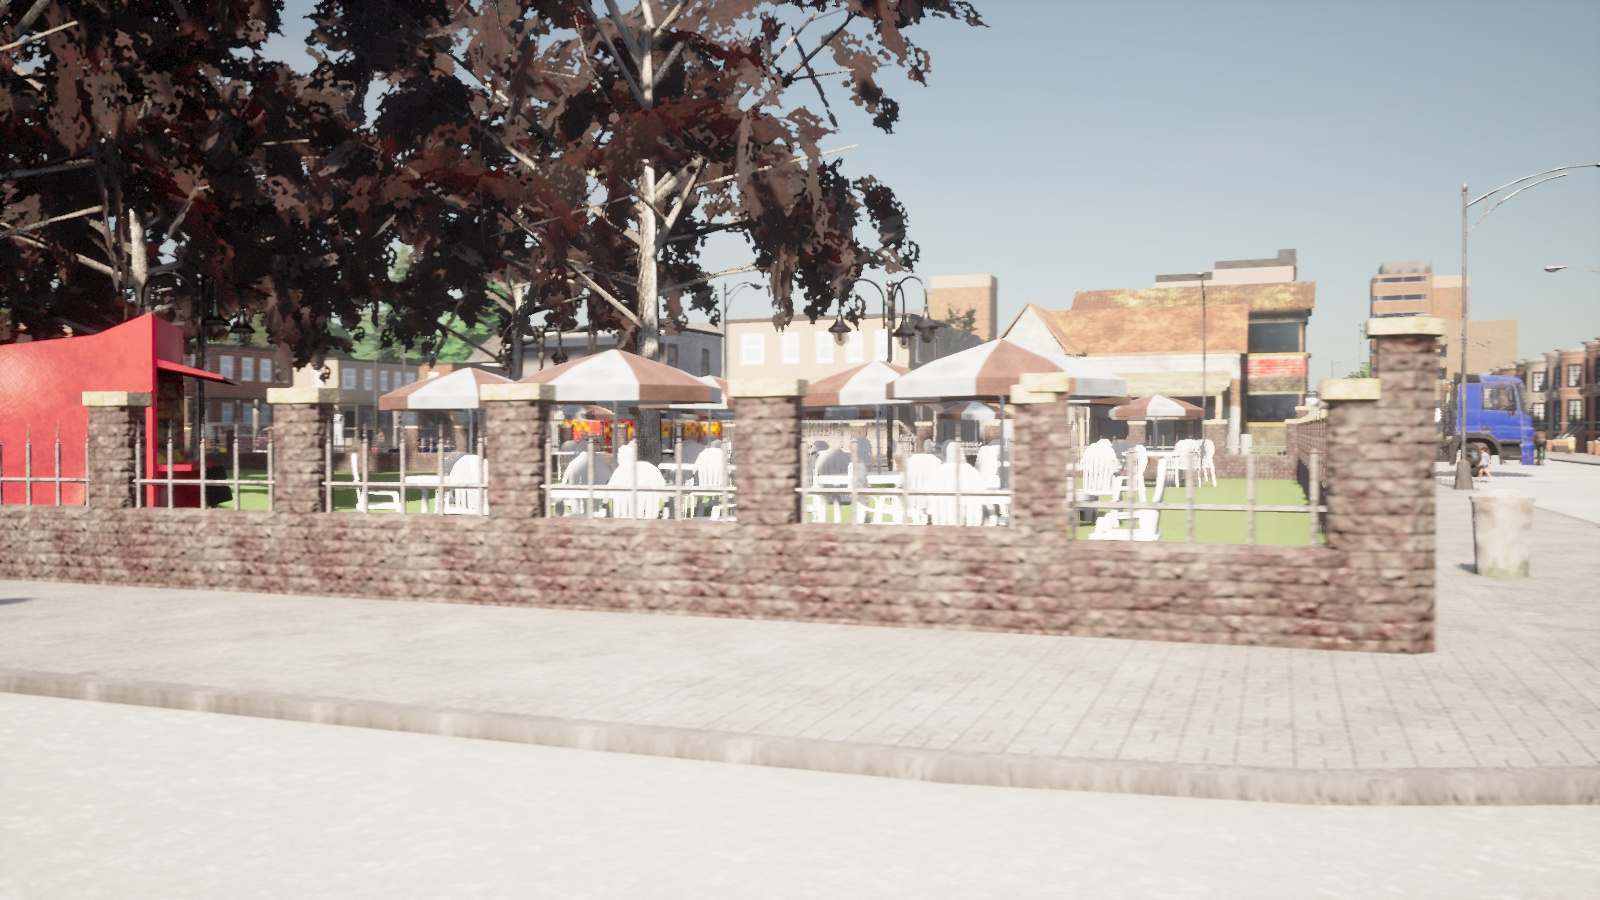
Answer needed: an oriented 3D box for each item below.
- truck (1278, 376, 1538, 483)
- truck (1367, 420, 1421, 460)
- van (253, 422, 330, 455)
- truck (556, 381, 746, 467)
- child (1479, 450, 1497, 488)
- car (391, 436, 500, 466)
[{"bbox_3d":[21.144,-0.704,43.912,7.936,3.462,2.891,1,1,29],"label":"truck"},{"bbox_3d":[37.381,-0.654,79.161,2.627,2.467,5.204,1,1,21],"label":"truck"},{"bbox_3d":[-32.480,-0.724,80.393,2.069,2.038,4.480,1,1,21],"label":"van"},{"bbox_3d":[-7.031,-1.211,59.117,8.468,3.827,2.891,1,1,21],"label":"truck"},{"bbox_3d":[20.182,0.553,36.845,0.255,1.110,0.394,-1,1,-42],"label":"child"},{"bbox_3d":[-16.507,0.027,58.483,4.718,1.301,1.895,1,1,21],"label":"car"}]
